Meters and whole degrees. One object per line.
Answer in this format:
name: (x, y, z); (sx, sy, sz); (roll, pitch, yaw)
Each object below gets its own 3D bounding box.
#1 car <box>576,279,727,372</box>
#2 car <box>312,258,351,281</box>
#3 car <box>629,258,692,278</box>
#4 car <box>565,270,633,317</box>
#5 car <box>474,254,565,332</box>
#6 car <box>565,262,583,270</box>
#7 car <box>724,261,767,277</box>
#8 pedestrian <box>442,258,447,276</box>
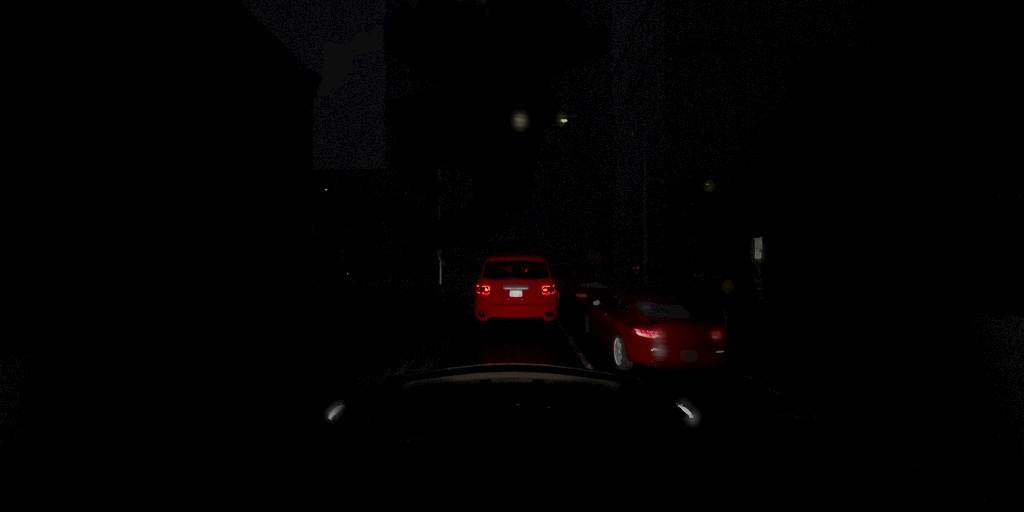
car: (2.647, 1.334, 7.399); (1.802, 1.307, 4.207); (0, 0, 0)
car: (-16.120, 1.128, 29.133); (5.566, 2.045, 2.150); (-1, -1, 0)
car: (11.958, 0.970, 28.961); (4.553, 1.767, 2.097); (0, -1, 0)
car: (2.658, 1.337, 12.838); (1.802, 1.307, 4.207); (0, 0, 0)
car: (0.116, 0.976, 11.078); (2.150, 2.045, 5.566); (0, 0, 1)
car: (3.808, 1.229, 31.961); (5.008, 1.535, 1.882); (0, -1, 0)
car: (21.261, 1.162, 31.859); (4.181, 1.385, 1.994); (0, -1, 0)
pedestrian: (-6.762, 1.052, 34.938); (0.375, 1.860, 0.375); (0, -1, 0)
